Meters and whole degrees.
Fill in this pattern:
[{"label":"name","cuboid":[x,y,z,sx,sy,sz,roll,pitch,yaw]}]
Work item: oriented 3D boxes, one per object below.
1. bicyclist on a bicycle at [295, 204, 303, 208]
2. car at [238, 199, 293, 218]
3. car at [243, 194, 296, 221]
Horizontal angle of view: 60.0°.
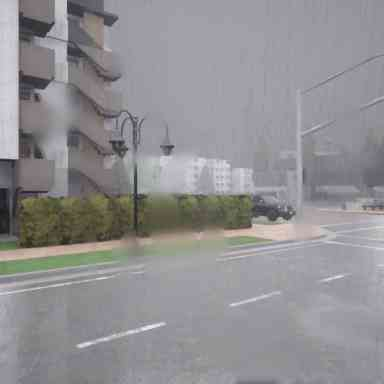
[{"label":"bicyclist on a bicycle","cuboid":[13.423,1.301,41.677,1.656,1.620,0.582,0,0,-39]},{"label":"car","cuboid":[6.882,1.478,31.644,1.882,1.535,5.008,0,0,-37]},{"label":"car","cuboid":[5.776,1.222,27.326,2.150,2.045,5.566,0,0,-38]}]
